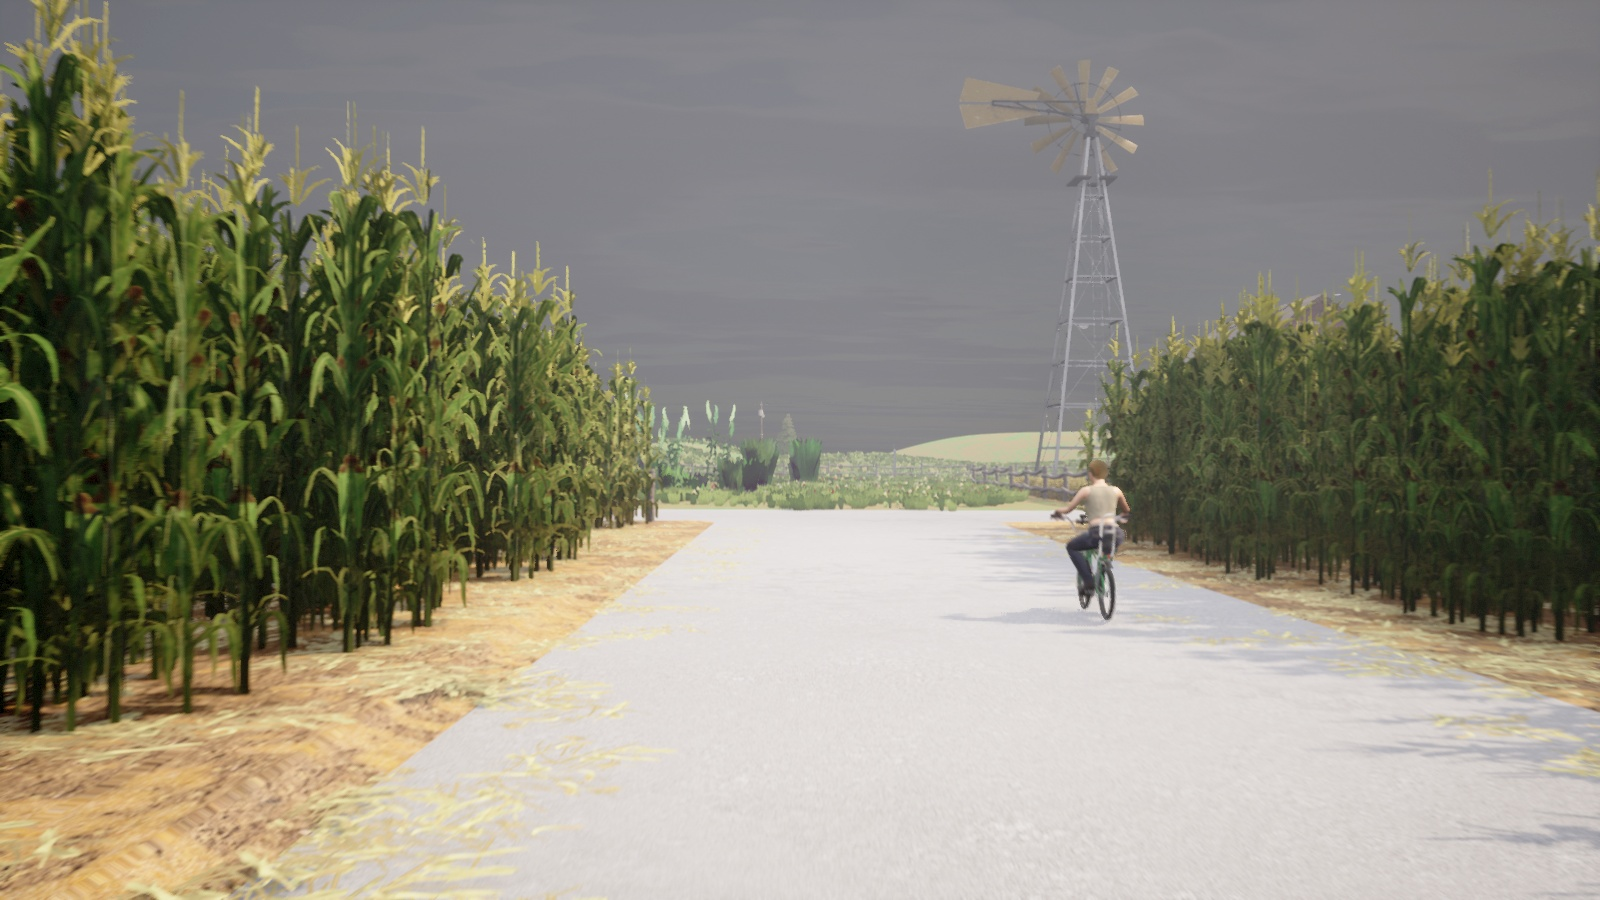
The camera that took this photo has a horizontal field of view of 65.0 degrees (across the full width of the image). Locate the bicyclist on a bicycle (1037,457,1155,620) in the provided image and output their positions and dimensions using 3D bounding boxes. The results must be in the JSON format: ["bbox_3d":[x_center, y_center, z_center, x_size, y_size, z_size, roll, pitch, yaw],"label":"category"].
[{"bbox_3d":[3.073,0.883,13.180,0.866,1.612,1.509,0,0,0],"label":"bicyclist on a bicycle"}]
